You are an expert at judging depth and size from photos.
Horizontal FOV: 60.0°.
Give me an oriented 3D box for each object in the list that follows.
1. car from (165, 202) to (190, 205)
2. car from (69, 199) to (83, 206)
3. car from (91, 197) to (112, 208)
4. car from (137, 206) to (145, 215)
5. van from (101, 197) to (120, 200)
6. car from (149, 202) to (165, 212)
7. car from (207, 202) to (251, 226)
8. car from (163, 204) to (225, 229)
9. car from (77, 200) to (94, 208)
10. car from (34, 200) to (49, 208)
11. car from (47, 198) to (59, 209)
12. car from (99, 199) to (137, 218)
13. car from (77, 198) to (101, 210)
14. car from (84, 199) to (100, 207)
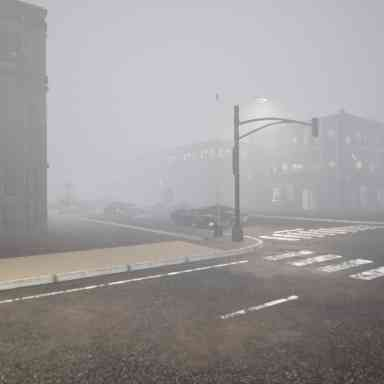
[{"bbox_3d":[-1.073,1.903,40.319,1.802,1.307,4.206,-2,0,-35],"label":"car"},{"bbox_3d":[-26.701,2.364,76.431,1.947,1.339,4.313,-1,0,-35],"label":"car"},{"bbox_3d":[-17.096,1.939,62.888,2.192,1.841,5.009,-1,0,-35],"label":"car"},{"bbox_3d":[-7.606,1.963,39.541,2.033,1.411,5.357,-1,0,-35],"label":"car"},{"bbox_3d":[-13.892,1.907,58.374,1.690,1.788,3.998,-1,0,-35],"label":"van"},{"bbox_3d":[-4.276,1.966,44.833,1.802,1.307,4.206,-2,0,-35],"label":"car"},{"bbox_3d":[2.393,1.744,25.445,1.812,1.442,4.674,-1,0,-35],"label":"car"},{"bbox_3d":[0.026,1.814,24.081,1.947,1.339,4.313,-1,0,-35],"label":"car"},{"bbox_3d":[-20.193,2.194,62.816,1.812,1.442,4.674,-1,0,-35],"label":"car"},{"bbox_3d":[-30.331,2.375,67.066,2.008,1.369,4.403,-1,0,-35],"label":"car"},{"bbox_3d":[-23.825,2.232,57.898,1.752,1.417,4.829,-1,0,-35],"label":"car"},{"bbox_3d":[-7.909,1.846,35.467,1.967,1.590,4.097,-1,0,-35],"label":"car"},{"bbox_3d":[-16.623,2.080,52.394,2.128,1.511,4.902,-1,0,-35],"label":"car"},{"bbox_3d":[-20.294,2.227,67.402,1.887,1.381,4.507,-1,0,-35],"label":"car"}]
